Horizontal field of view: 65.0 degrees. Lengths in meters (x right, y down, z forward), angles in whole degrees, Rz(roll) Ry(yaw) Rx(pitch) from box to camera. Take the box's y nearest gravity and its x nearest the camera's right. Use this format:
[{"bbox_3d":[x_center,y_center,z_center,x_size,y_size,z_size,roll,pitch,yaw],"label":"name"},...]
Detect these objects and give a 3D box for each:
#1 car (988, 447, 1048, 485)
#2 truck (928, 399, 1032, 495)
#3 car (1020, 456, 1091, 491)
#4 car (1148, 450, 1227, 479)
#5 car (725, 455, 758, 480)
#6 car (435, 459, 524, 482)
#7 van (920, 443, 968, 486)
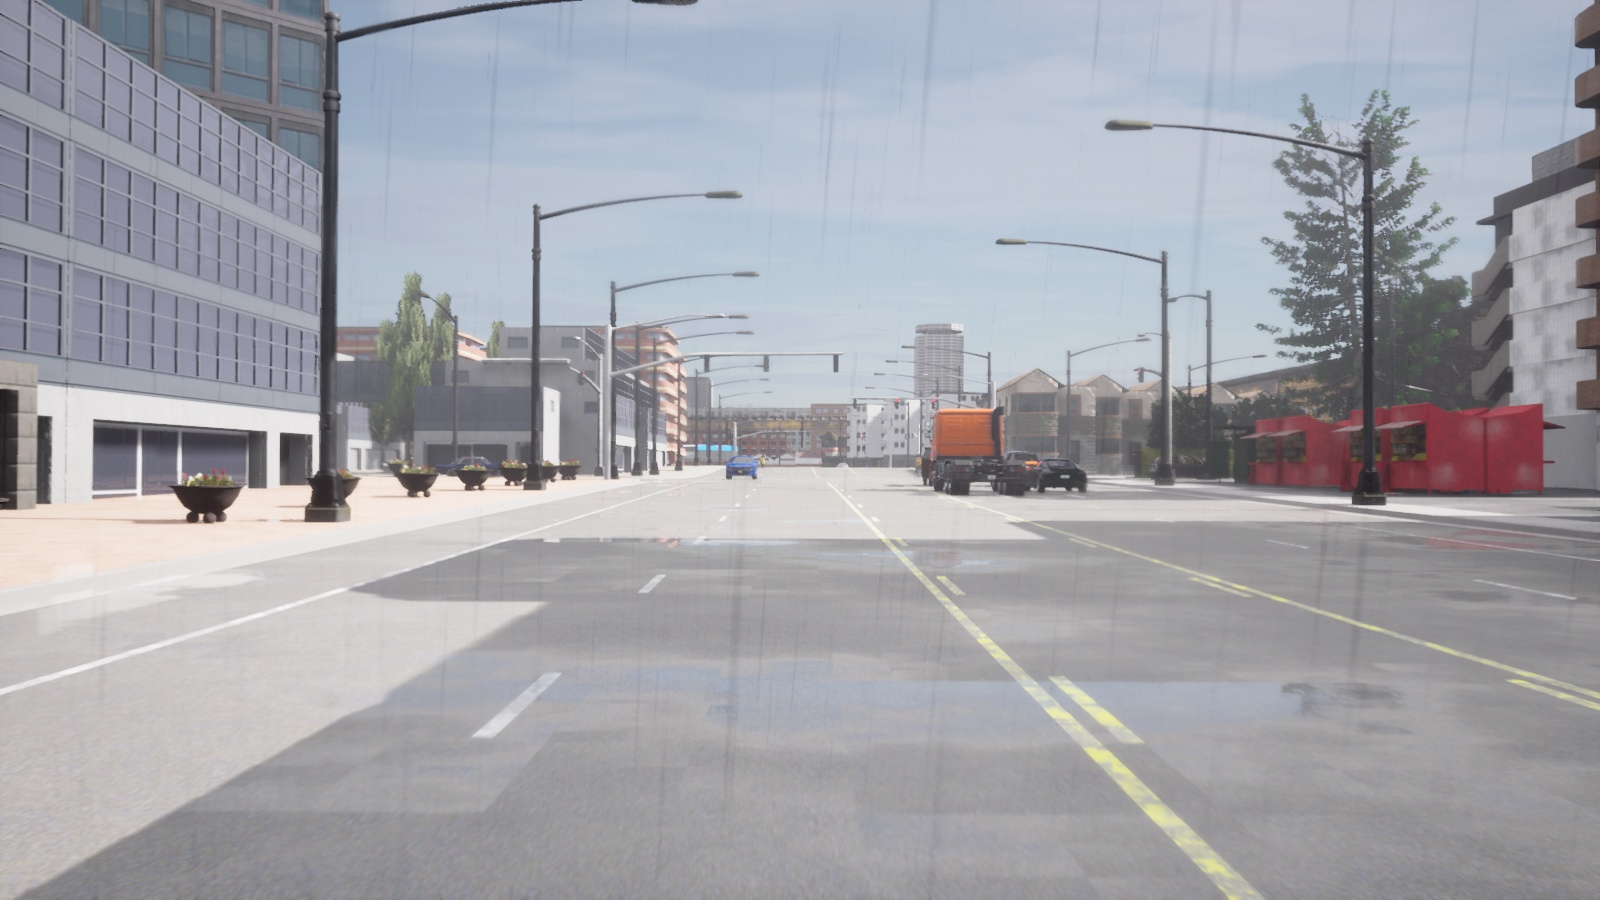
[{"bbox_3d":[10.353,0.752,59.965,2.097,1.767,4.553,0,0,0],"label":"car"},{"bbox_3d":[6.877,-0.102,49.207,2.891,3.462,7.936,0,0,0],"label":"truck"},{"bbox_3d":[10.376,0.930,51.290,1.994,1.385,4.181,0,0,0],"label":"car"},{"bbox_3d":[22.345,0.827,72.552,3.988,1.617,1.851,0,-1,1],"label":"car"},{"bbox_3d":[-3.695,1.126,80.213,1.882,1.535,5.008,0,-1,0],"label":"car"},{"bbox_3d":[-18.540,1.195,72.771,4.718,1.301,1.895,0,-1,0],"label":"car"},{"bbox_3d":[6.851,0.665,60.296,1.775,1.987,4.442,0,0,0],"label":"van"}]
